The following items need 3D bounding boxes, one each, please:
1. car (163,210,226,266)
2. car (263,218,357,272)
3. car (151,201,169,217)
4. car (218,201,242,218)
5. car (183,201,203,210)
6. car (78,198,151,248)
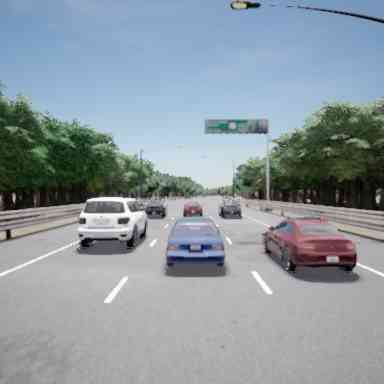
[{"bbox_3d":[0.100,1.588,11.724,2.033,1.411,5.357,0,0,0],"label":"car"},{"bbox_3d":[3.597,1.562,10.797,1.812,1.442,4.674,0,0,0],"label":"car"},{"bbox_3d":[-3.402,1.625,32.199,1.837,1.490,4.892,0,0,0],"label":"car"},{"bbox_3d":[3.599,1.611,32.090,2.128,1.511,4.902,0,0,0],"label":"car"},{"bbox_3d":[0.098,1.650,33.215,1.812,1.442,4.674,0,0,0],"label":"car"},{"bbox_3d":[-3.401,1.273,15.179,2.150,2.045,5.566,0,0,0],"label":"car"}]
